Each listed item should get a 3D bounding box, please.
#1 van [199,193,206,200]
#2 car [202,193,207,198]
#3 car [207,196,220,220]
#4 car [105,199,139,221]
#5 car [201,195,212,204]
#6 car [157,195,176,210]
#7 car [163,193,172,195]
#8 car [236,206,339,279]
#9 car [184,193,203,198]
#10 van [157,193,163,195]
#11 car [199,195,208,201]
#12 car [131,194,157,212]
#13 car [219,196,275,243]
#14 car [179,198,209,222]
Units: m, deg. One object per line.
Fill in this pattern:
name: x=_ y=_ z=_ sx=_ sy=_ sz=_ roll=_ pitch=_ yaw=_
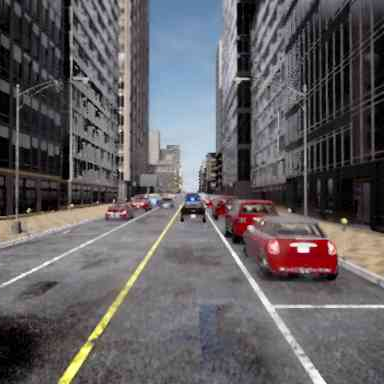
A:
van: x=2.654 y=1.119 z=88.073 sx=1.690 sy=1.788 sz=3.998 roll=1 pitch=0 yaw=0
car: x=2.679 y=1.327 z=43.455 sx=1.967 sy=1.590 sz=4.097 roll=1 pitch=0 yaw=0
car: x=2.692 y=1.245 z=26.724 sx=2.192 sy=1.841 sz=5.009 roll=1 pitch=0 yaw=0
car: x=-5.694 y=1.512 z=26.619 sx=1.802 sy=1.307 sz=4.206 roll=1 pitch=0 yaw=0
car: x=2.667 y=1.370 z=60.357 sx=1.752 sy=1.417 sz=4.829 roll=1 pitch=0 yaw=0
car: x=-3.114 y=1.416 z=41.894 sx=1.812 sy=1.442 sz=4.674 roll=0 pitch=0 yaw=0
car: x=-5.679 y=1.147 z=65.644 sx=2.192 sy=1.841 sz=5.009 roll=1 pitch=0 yaw=0
car: x=2.699 y=1.413 z=9.991 sx=1.967 sy=1.590 sz=4.097 roll=1 pitch=0 yaw=0
car: x=0.071 y=1.100 z=46.285 sx=2.150 sy=2.045 sz=5.566 roll=0 pitch=0 yaw=0
van: x=-5.712 y=1.214 z=48.919 sx=1.690 sy=1.788 sz=3.998 roll=1 pitch=0 yaw=0
car: x=2.657 y=1.330 z=77.089 sx=1.752 sy=1.417 sz=4.829 roll=1 pitch=0 yaw=0
car: x=-5.696 y=1.216 z=37.768 sx=2.192 sy=1.841 sz=5.009 roll=1 pitch=0 yaw=0
car: x=2.698 y=1.274 z=15.569 sx=2.192 sy=1.841 sz=5.009 roll=1 pitch=0 yaw=0
car: x=0.084 y=1.436 z=25.775 sx=1.837 sy=1.490 sz=4.892 roll=0 pitch=0 yaw=0
